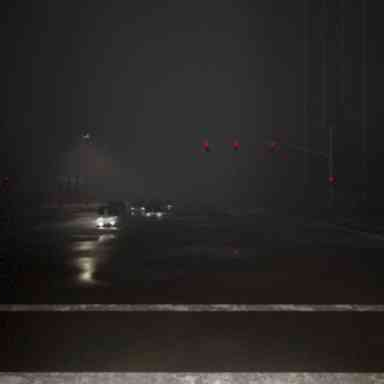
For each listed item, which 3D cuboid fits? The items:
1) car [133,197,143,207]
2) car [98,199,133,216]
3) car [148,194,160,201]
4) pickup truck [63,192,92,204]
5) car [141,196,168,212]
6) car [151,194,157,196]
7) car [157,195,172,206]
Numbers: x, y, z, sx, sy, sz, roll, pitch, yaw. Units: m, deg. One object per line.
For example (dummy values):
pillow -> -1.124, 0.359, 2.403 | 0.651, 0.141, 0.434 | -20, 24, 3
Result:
car -> -7.833, 1.522, 49.526 | 1.812, 1.442, 4.674 | 0, 0, -1
car -> -7.656, 1.489, 32.412 | 2.128, 1.511, 4.902 | 0, 0, 3
car -> -7.959, 1.163, 69.718 | 1.994, 1.385, 4.181 | 0, 0, -1
pickup truck -> -20.978, 1.055, 60.196 | 2.390, 2.098, 6.274 | 0, 0, 30
car -> -4.215, 1.545, 38.236 | 2.033, 1.411, 5.357 | 0, 0, -1
car -> -7.864, 1.543, 61.149 | 2.033, 1.411, 5.357 | 0, 0, -1
car -> -4.395, 1.544, 56.515 | 2.033, 1.411, 5.357 | 0, 0, 0
